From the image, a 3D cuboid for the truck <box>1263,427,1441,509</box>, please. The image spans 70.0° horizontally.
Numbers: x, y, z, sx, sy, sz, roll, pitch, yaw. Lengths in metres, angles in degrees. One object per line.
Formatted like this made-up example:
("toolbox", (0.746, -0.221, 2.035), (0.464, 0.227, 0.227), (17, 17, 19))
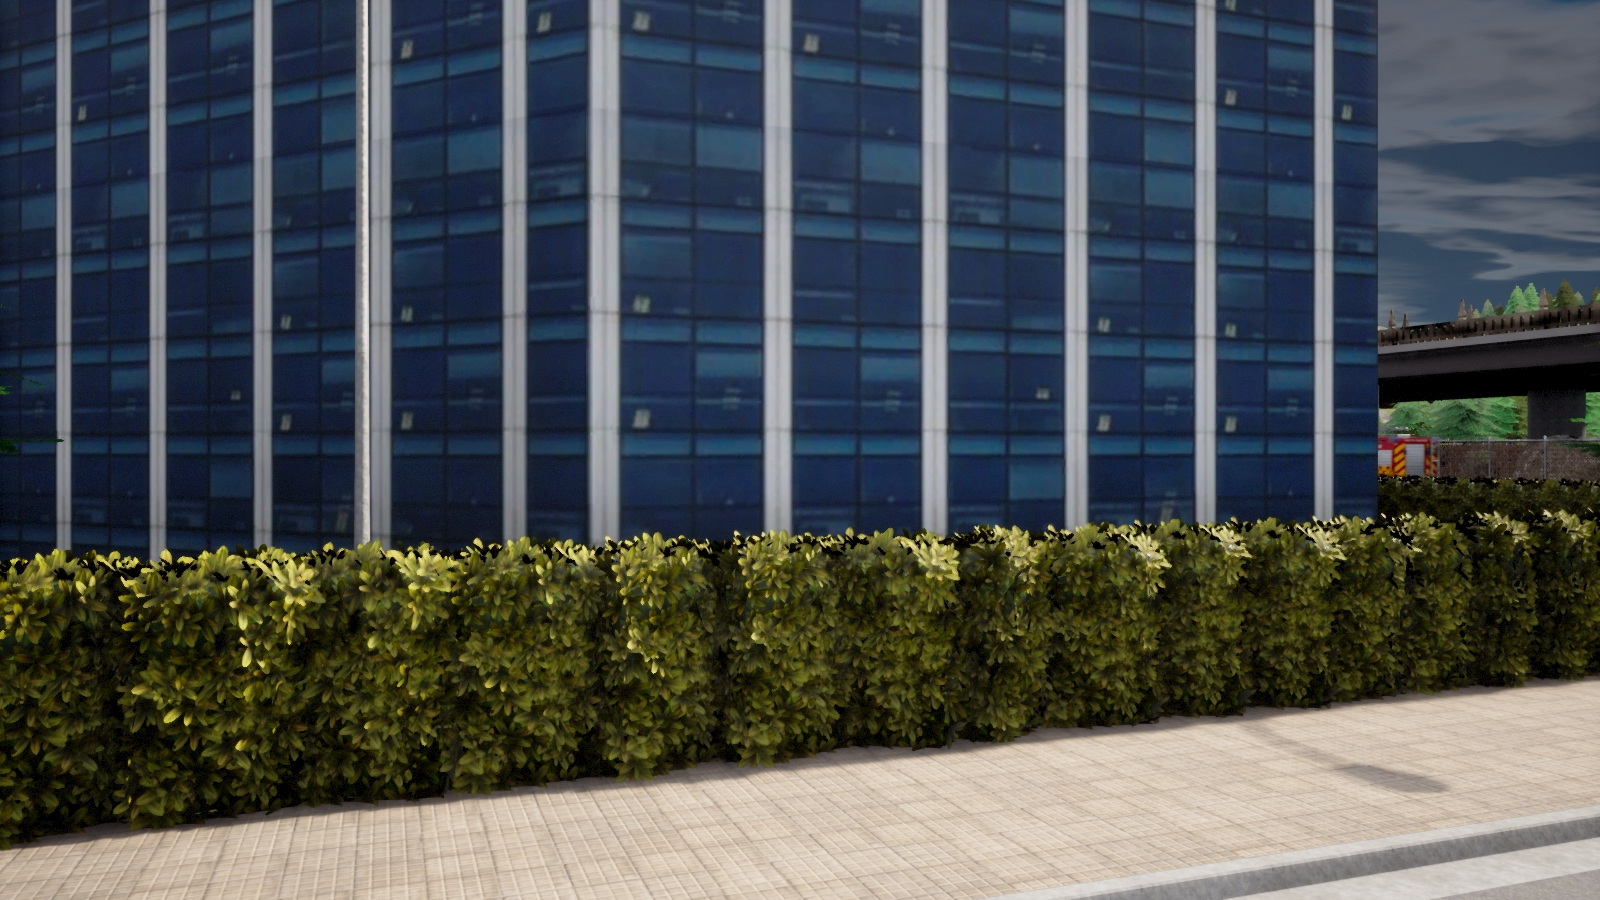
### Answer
("truck", (27.502, 0.837, 57.501), (2.891, 3.827, 8.468), (0, 0, -20))
